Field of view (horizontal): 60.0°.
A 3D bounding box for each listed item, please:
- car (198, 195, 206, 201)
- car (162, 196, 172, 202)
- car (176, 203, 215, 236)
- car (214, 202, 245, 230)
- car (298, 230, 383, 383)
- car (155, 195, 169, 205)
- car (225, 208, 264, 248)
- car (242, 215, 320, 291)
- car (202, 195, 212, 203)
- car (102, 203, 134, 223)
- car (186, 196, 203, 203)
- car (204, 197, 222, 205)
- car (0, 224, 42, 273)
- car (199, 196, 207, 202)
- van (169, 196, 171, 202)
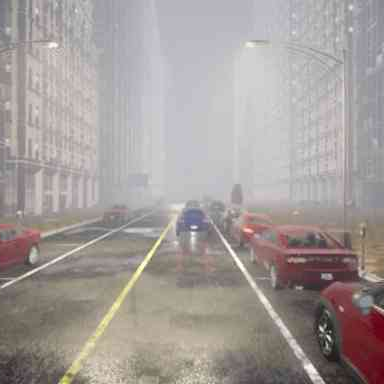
[{"bbox_3d":[2.677,1.641,88.525,1.887,1.381,4.507,0,0,0],"label":"car"},{"bbox_3d":[-5.702,1.631,77.170,2.008,1.369,4.403,0,0,0],"label":"car"},{"bbox_3d":[0.096,1.540,18.408,1.812,1.442,4.674,0,0,0],"label":"car"},{"bbox_3d":[2.693,1.567,20.258,2.008,1.369,4.403,0,0,0],"label":"car"},{"bbox_3d":[2.697,1.442,3.190,1.967,1.590,4.097,0,0,0],"label":"car"},{"bbox_3d":[-5.697,1.609,60.102,2.008,1.369,4.403,0,0,0],"label":"car"},{"bbox_3d":[2.694,1.593,14.569,1.802,1.307,4.206,0,0,0],"label":"car"},{"bbox_3d":[2.695,1.551,8.880,1.887,1.381,4.507,0,0,0],"label":"car"},{"bbox_3d":[2.686,1.570,48.872,1.752,1.417,4.829,0,0,0],"label":"car"},{"bbox_3d":[-5.689,1.567,25.967,1.887,1.381,4.507,0,0,0],"label":"car"},{"bbox_3d":[0.092,1.604,44.220,1.994,1.385,4.181,0,0,0],"label":"car"},{"bbox_3d":[2.689,1.599,37.324,1.947,1.339,4.313,0,0,0],"label":"car"},{"bbox_3d":[-5.685,1.552,8.900,1.887,1.381,4.507,0,0,0],"label":"car"},{"bbox_3d":[2.677,1.670,82.836,1.802,1.307,4.206,0,0,0],"label":"car"},{"bbox_3d":[-5.697,1.406,65.791,1.690,1.788,3.998,0,0,0],"label":"van"}]
